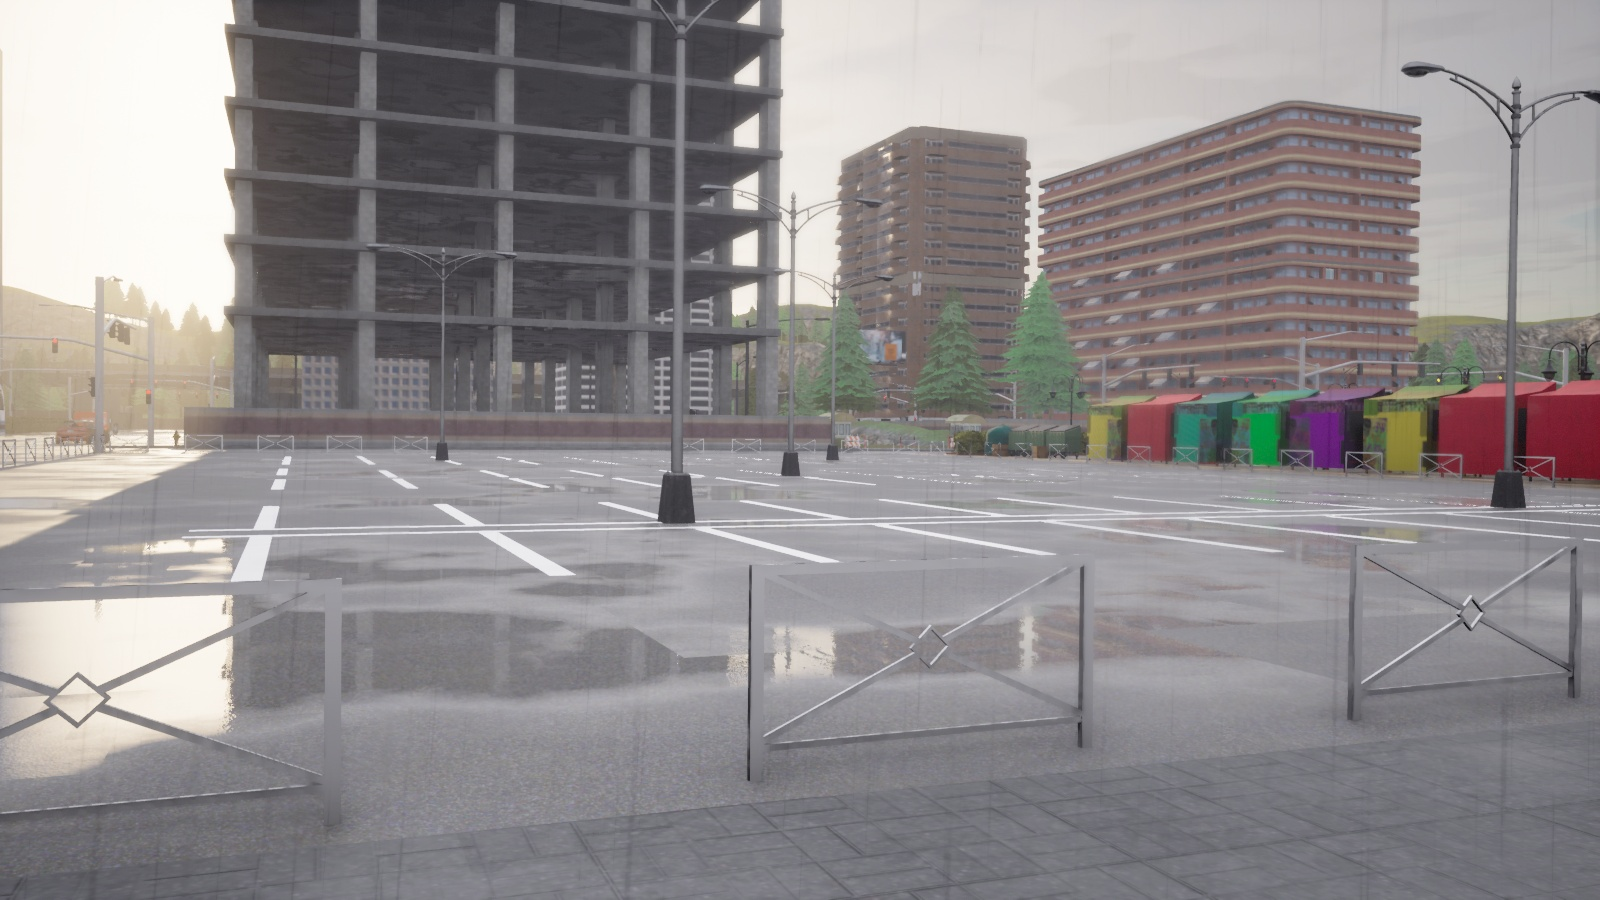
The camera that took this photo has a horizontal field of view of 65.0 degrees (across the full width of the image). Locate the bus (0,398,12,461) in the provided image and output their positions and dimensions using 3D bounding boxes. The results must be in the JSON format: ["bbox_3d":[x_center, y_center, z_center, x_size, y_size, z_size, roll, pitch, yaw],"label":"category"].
[{"bbox_3d":[-54.720,-1.317,81.763,3.944,4.253,10.273,-1,1,-22],"label":"bus"}]
